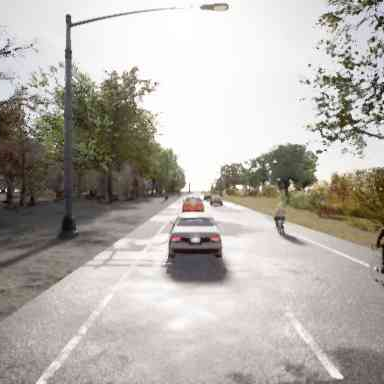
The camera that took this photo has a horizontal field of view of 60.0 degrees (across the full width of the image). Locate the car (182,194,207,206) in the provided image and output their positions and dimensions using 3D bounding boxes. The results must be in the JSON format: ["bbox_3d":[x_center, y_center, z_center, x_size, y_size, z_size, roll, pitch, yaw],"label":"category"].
[{"bbox_3d":[0.108,1.175,32.331,2.097,1.767,4.553,0,0,0],"label":"car"}]

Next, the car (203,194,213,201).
[{"bbox_3d":[3.521,1.104,73.311,1.837,1.490,4.892,0,0,0],"label":"car"}]

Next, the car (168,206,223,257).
[{"bbox_3d":[0.102,1.478,12.519,2.033,1.411,5.357,0,0,0],"label":"car"}]

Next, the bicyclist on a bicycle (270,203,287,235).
[{"bbox_3d":[4.490,1.344,17.055,0.866,1.612,1.509,0,0,0],"label":"bicyclist on a bicycle"}]

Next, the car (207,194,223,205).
[{"bbox_3d":[3.614,1.273,50.497,2.033,1.411,5.357,0,0,0],"label":"car"}]

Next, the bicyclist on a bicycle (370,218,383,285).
[{"bbox_3d":[4.469,1.412,7.489,0.582,1.620,1.656,0,0,0],"label":"bicyclist on a bicycle"}]
